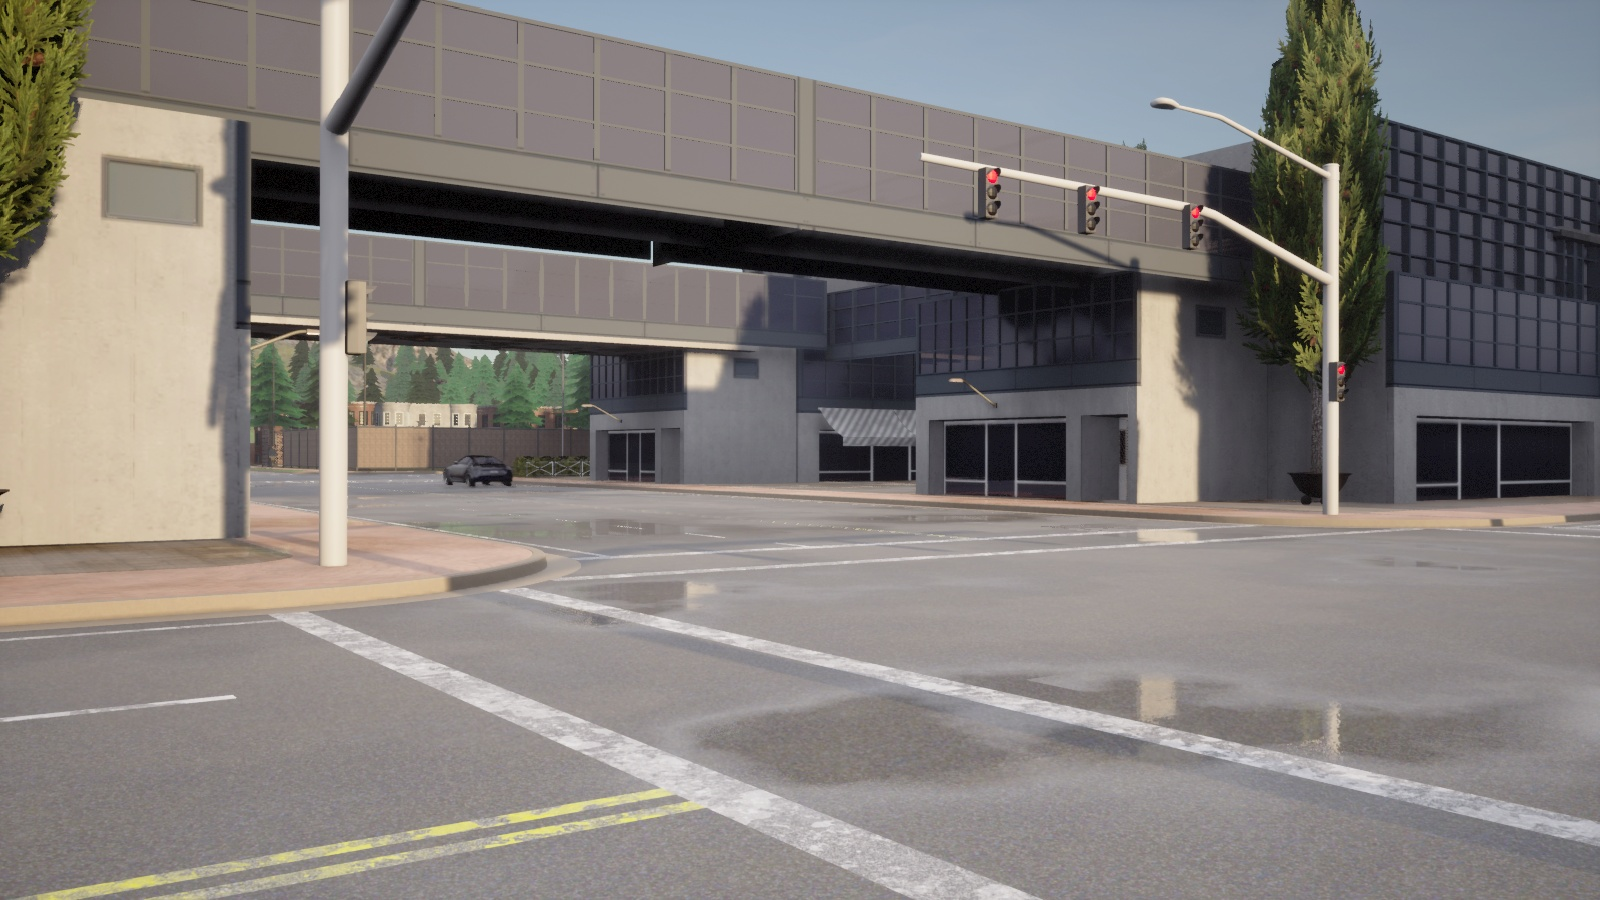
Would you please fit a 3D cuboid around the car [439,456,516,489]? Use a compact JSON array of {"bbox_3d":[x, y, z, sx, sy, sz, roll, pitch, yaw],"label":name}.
[{"bbox_3d":[-14.451,0.977,56.183,1.994,1.385,4.181,0,0,-35],"label":"car"}]
